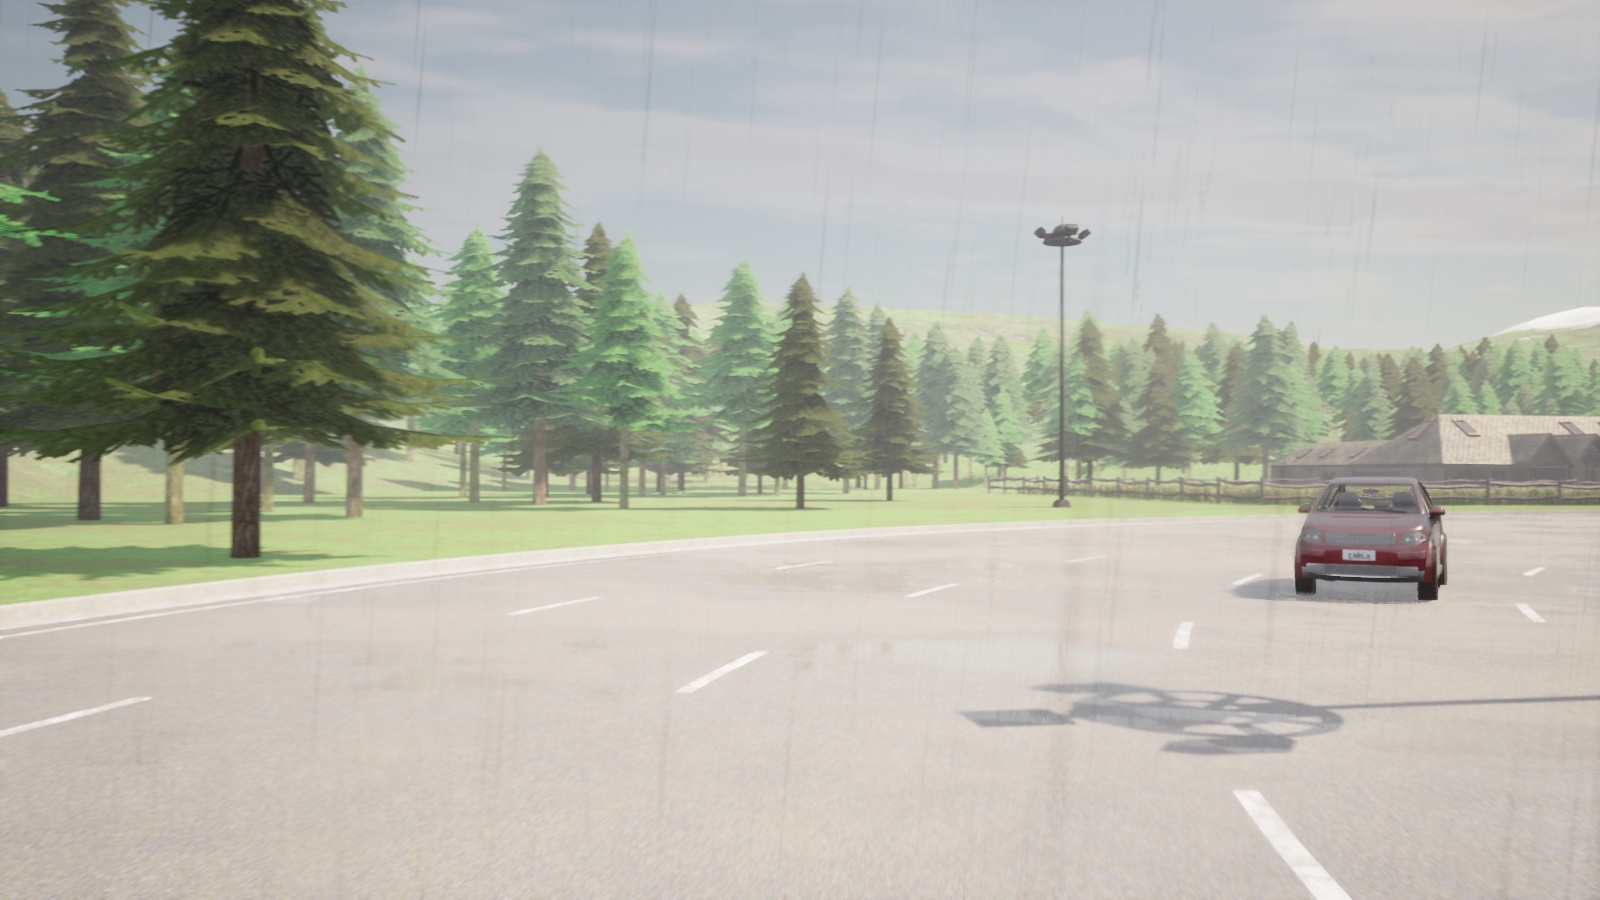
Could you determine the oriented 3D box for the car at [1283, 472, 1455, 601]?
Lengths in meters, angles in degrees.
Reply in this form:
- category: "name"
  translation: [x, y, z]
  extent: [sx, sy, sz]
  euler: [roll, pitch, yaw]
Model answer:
- category: "car"
  translation: [7.836, 1.079, 17.117]
  extent: [1.789, 1.549, 3.705]
  euler: [-1, -1, 30]
